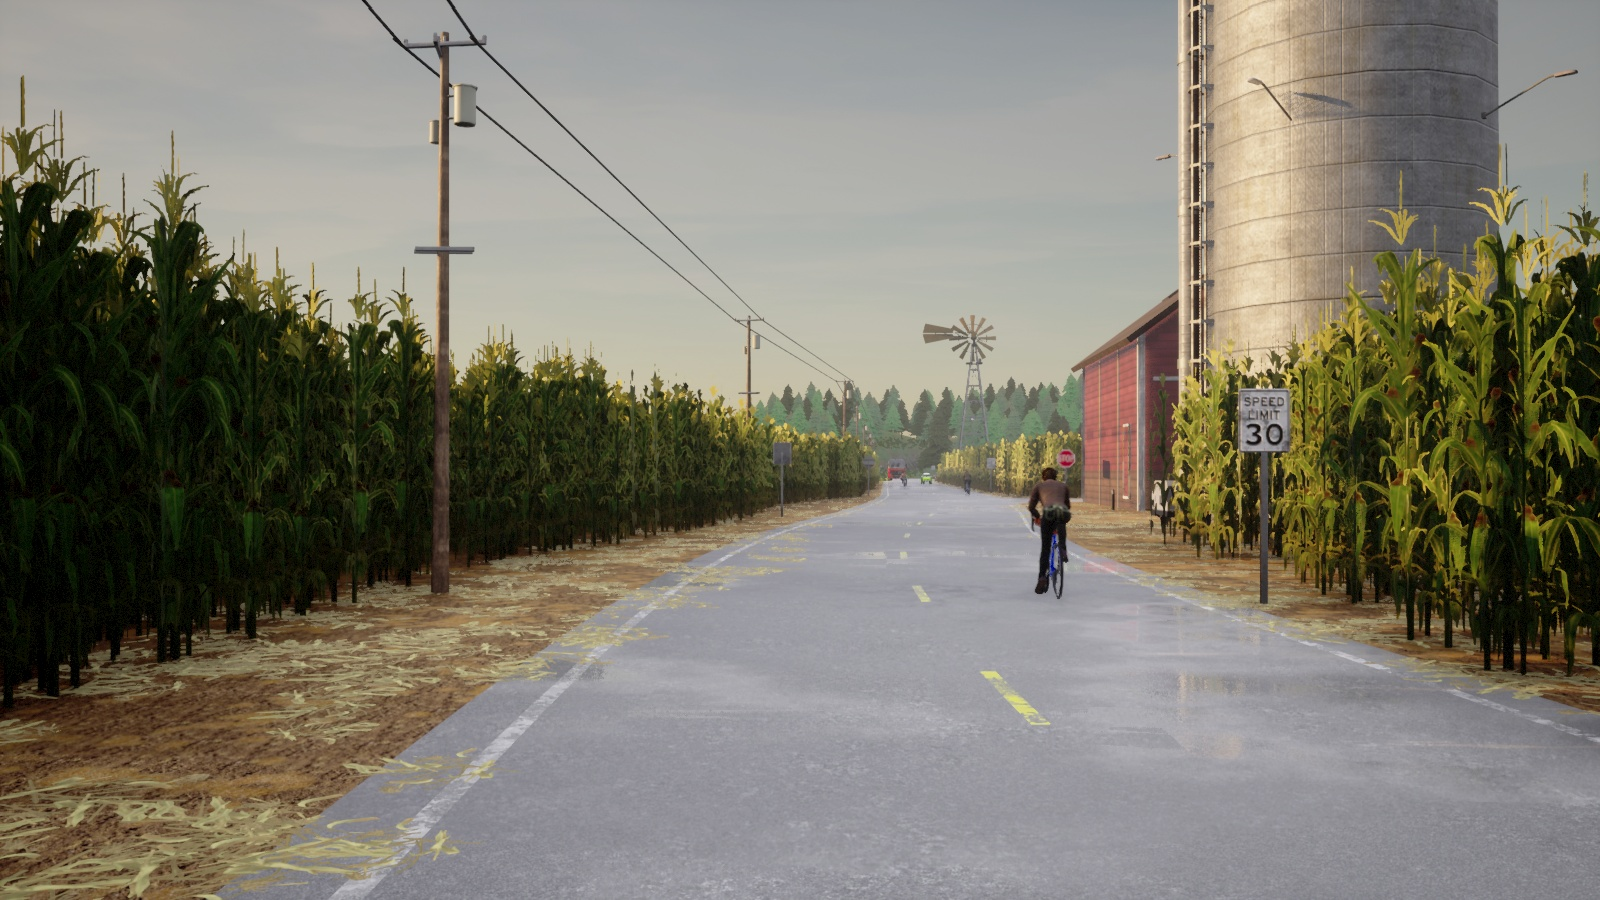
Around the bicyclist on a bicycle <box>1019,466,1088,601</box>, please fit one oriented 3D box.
[{"bbox_3d":[3.190,1.022,15.943,0.582,1.620,1.656,0,-1,2],"label":"bicyclist on a bicycle"}]
